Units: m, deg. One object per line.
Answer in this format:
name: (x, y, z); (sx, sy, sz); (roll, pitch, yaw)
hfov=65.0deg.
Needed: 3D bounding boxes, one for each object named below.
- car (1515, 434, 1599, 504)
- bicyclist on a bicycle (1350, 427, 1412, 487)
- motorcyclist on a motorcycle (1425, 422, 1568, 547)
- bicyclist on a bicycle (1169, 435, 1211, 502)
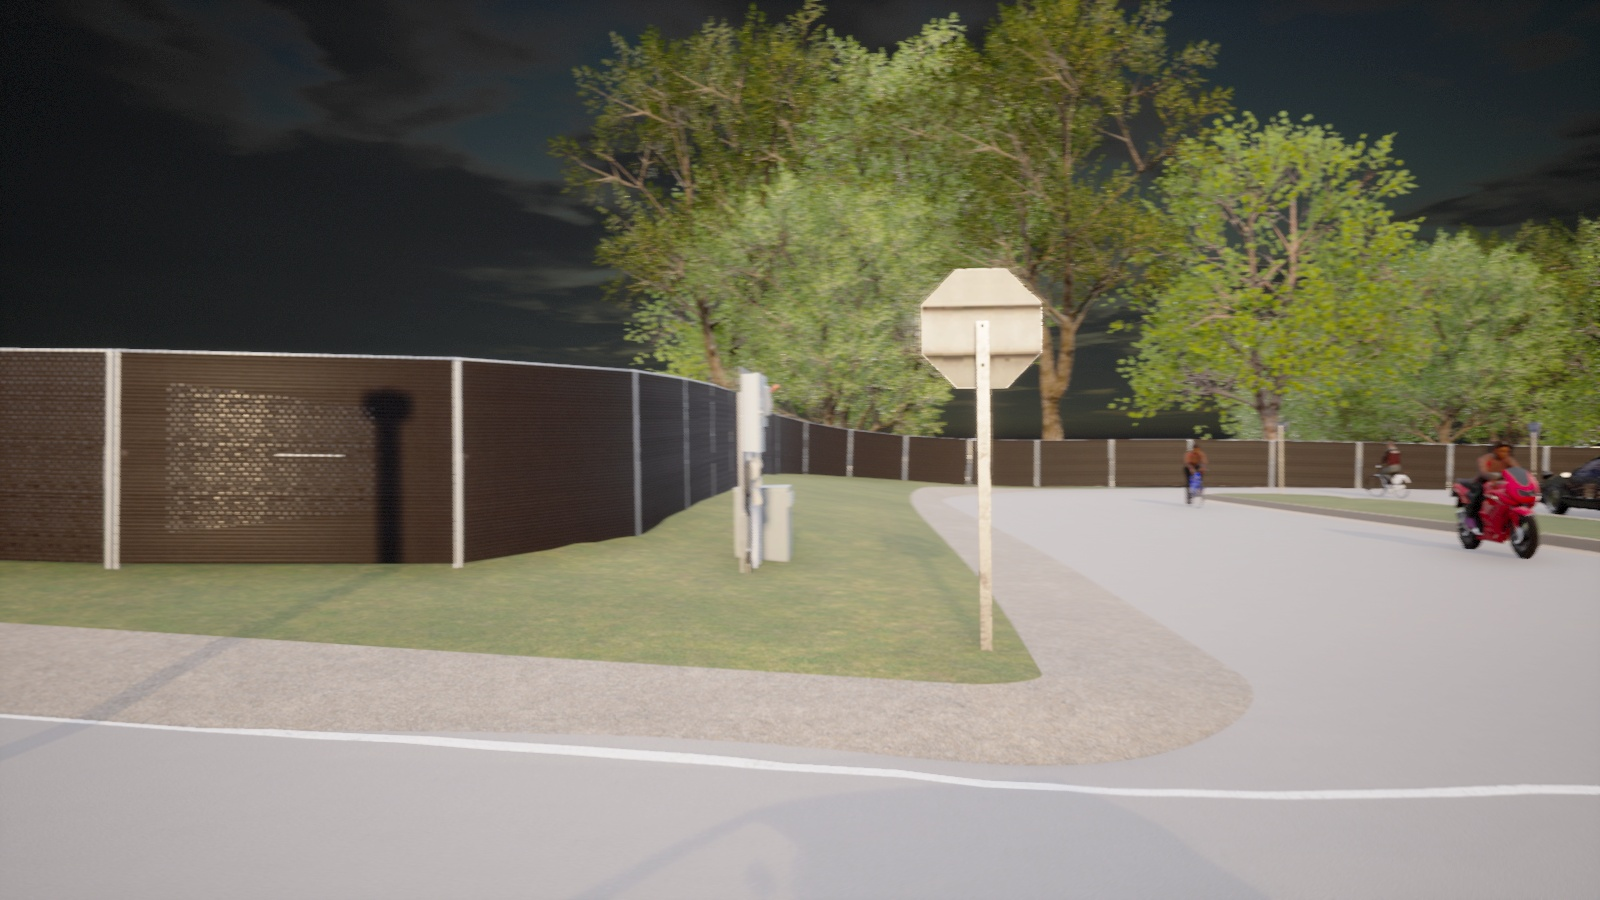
car: (17.537, 0.371, 26.553); (2.033, 1.411, 5.357); (-2, 0, 4)
bicyclist on a bicycle: (17.849, 0.211, 38.625); (0.659, 1.776, 1.843); (-3, 0, -14)
motorcyclist on a motorcycle: (9.087, 0.417, 16.490); (0.797, 1.523, 2.044); (-1, 0, 3)
bicyclist on a bicycle: (9.798, 0.443, 31.599); (0.582, 1.620, 1.656); (-1, 0, 4)
